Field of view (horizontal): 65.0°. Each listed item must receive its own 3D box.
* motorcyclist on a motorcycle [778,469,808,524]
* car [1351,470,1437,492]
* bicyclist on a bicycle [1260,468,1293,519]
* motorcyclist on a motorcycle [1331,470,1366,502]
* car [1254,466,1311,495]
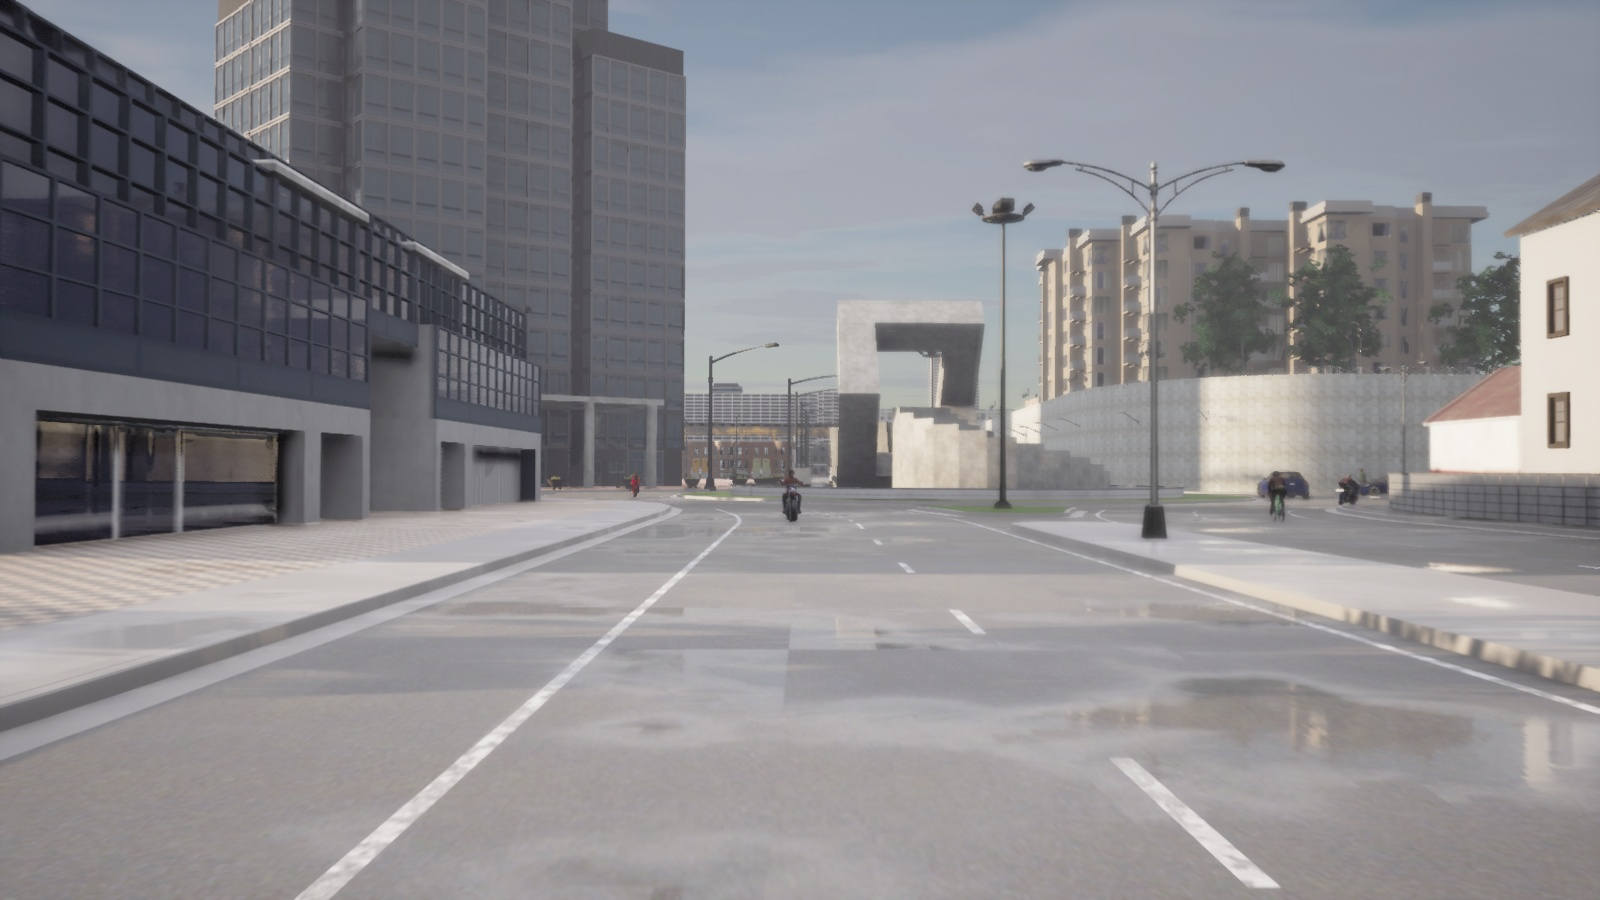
[{"bbox_3d":[-0.238,1.430,39.492,0.766,1.649,2.350,0,-1,-4],"label":"motorcyclist on a motorcycle"},{"bbox_3d":[40.432,2.091,85.581,4.792,1.488,2.163,0,-1,3],"label":"car"},{"bbox_3d":[15.280,1.384,40.296,0.582,1.620,1.656,0,-1,7],"label":"bicyclist on a bicycle"},{"bbox_3d":[27.015,1.781,61.838,0.866,1.530,2.191,-1,-2,44],"label":"motorcyclist on a motorcycle"},{"bbox_3d":[29.550,1.850,77.053,2.097,1.767,4.553,0,-1,6],"label":"car"}]
